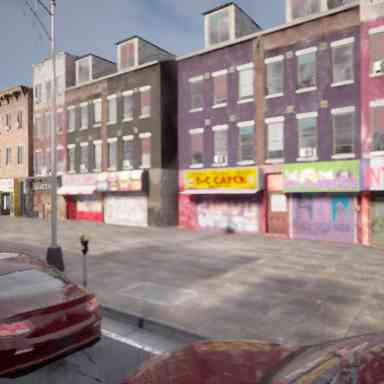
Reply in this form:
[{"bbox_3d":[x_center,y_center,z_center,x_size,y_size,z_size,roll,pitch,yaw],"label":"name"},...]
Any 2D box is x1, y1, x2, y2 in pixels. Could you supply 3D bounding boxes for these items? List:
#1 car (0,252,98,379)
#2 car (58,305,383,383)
[{"bbox_3d":[-3.139,1.587,5.056,4.206,1.307,1.802,0,-1,36],"label":"car"},{"bbox_3d":[1.288,1.582,1.898,4.206,1.307,1.802,0,-1,36],"label":"car"}]
